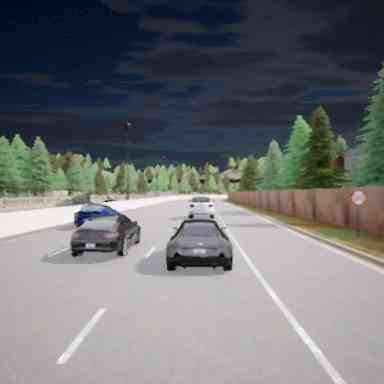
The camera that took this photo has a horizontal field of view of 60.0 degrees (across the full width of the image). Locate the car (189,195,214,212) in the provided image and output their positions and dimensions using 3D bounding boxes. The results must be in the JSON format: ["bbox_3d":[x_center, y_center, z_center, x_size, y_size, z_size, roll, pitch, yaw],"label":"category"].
[{"bbox_3d":[0.871,1.326,30.479,2.150,2.045,5.566,0,0,2],"label":"car"}]

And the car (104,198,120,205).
[{"bbox_3d":[-15.566,1.845,64.732,1.895,1.301,4.718,0,0,2],"label":"car"}]

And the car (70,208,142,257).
[{"bbox_3d":[-3.202,1.572,13.008,1.812,1.442,4.674,0,0,2],"label":"car"}]

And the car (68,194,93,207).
[{"bbox_3d":[-19.326,1.470,57.897,2.150,2.045,5.566,0,0,3],"label":"car"}]

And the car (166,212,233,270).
[{"bbox_3d":[0.253,1.602,11.153,1.994,1.385,4.181,0,0,1],"label":"car"}]

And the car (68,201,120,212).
[{"bbox_3d":[-6.395,1.559,22.746,1.882,1.535,5.008,0,0,2],"label":"car"}]
